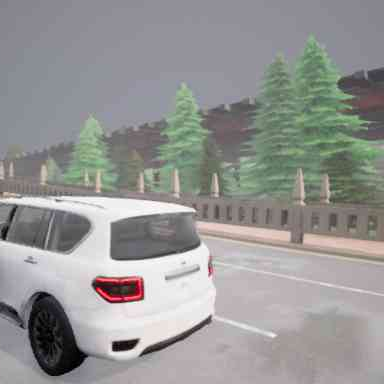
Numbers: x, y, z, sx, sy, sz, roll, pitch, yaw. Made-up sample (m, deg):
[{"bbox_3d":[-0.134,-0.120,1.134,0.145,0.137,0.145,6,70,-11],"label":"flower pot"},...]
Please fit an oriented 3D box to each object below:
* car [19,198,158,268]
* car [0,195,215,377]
[{"bbox_3d":[-3.588,1.122,11.031,4.892,1.490,1.837,4,2,37],"label":"car"},{"bbox_3d":[-2.239,1.057,5.619,5.566,2.045,2.150,4,2,37],"label":"car"}]
